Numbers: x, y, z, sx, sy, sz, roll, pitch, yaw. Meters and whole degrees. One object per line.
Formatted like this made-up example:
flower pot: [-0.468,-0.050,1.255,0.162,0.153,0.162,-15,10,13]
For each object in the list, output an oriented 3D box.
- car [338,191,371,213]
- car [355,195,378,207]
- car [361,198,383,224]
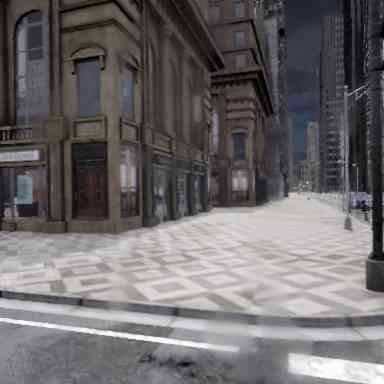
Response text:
car: [15.932,0.927,32.233,2.150,2.045,5.566,-1,0,18]
car: [22.750,1.121,43.490,1.812,1.442,4.674,-1,0,17]
car: [12.746,1.331,21.978,1.994,1.385,4.181,-1,0,19]
